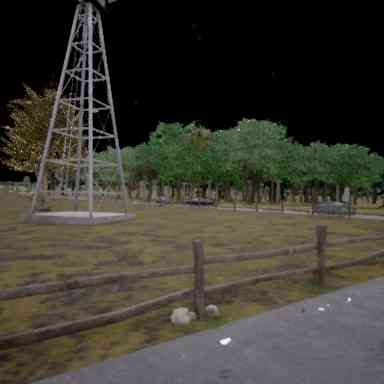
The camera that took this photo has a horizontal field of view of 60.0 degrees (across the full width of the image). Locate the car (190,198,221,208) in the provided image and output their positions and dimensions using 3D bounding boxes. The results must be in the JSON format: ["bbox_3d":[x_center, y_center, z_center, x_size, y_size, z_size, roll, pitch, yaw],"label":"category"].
[{"bbox_3d":[2.247,1.700,50.131,1.895,1.301,4.718,2,-1,-35],"label":"car"}]

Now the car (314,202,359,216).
[{"bbox_3d":[14.348,1.672,33.180,1.994,1.385,4.181,2,-1,-35],"label":"car"}]

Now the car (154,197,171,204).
[{"bbox_3d":[-5.803,1.651,66.277,2.128,1.511,4.902,2,-1,-36],"label":"car"}]

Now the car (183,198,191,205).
[{"bbox_3d":[0.239,1.705,57.907,1.812,1.442,4.674,2,-1,-35],"label":"car"}]
